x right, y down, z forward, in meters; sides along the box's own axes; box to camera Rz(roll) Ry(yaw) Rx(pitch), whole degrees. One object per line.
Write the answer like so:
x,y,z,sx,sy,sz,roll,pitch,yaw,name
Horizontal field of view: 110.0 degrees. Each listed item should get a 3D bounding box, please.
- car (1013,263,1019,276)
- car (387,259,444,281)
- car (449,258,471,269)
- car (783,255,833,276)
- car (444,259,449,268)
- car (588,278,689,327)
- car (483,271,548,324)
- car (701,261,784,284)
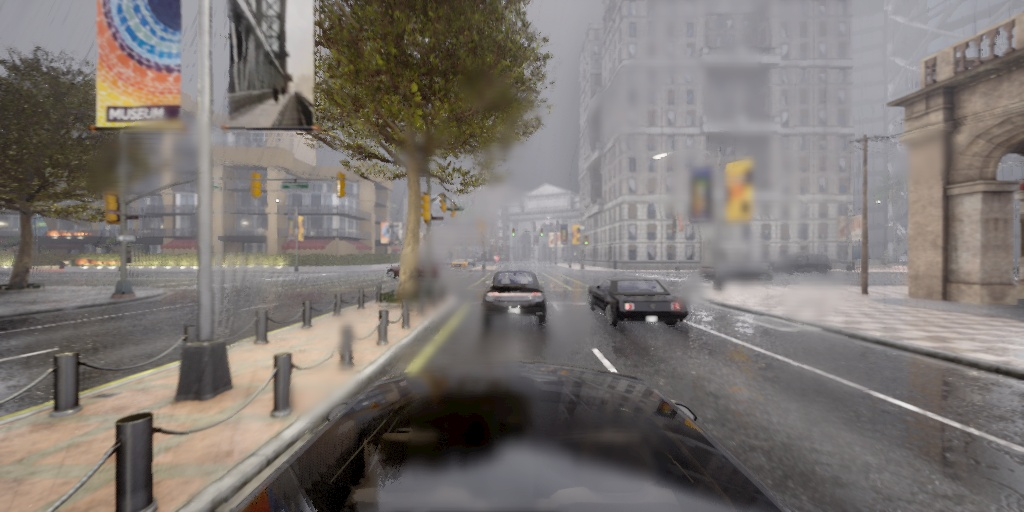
48.484,1.216,36.453,4.892,1.490,1.837,0,0,1,car
-8.219,1.069,29.664,4.553,1.767,2.097,0,0,33,car
-7.979,1.165,55.622,1.882,1.535,5.008,0,0,1,car
29.399,0.931,36.570,5.566,2.045,2.150,0,0,0,car
-11.475,1.288,55.576,1.895,1.301,4.718,0,0,1,car
3.703,1.339,11.498,1.895,1.301,4.718,0,0,2,car
0.098,1.230,11.816,2.128,1.511,4.902,0,0,0,car
16.178,1.214,25.724,4.902,1.511,2.128,0,0,-5,car
